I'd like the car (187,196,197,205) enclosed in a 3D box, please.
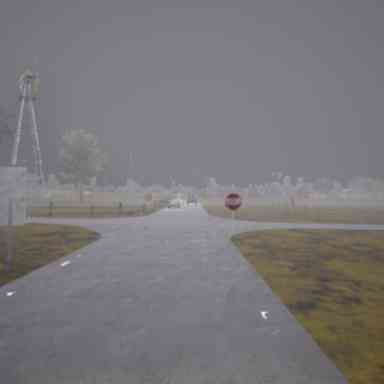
[{"bbox_3d":[-0.007,1.789,72.318,2.150,2.045,5.566,0,-1,0],"label":"car"}]

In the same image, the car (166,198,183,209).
[{"bbox_3d":[-2.820,1.929,52.359,1.812,1.442,4.674,0,-1,0],"label":"car"}]

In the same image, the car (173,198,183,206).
[{"bbox_3d":[-2.759,2.008,67.599,1.882,1.535,5.008,0,0,0],"label":"car"}]
